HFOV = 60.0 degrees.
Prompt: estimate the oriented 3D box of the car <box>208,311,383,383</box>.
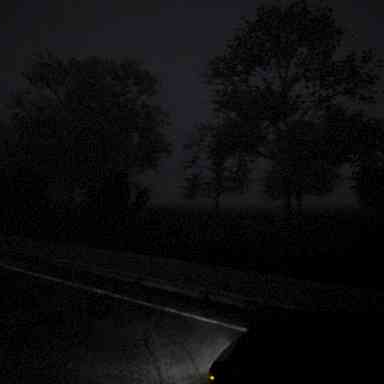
[{"bbox_3d":[2.672,1.548,2.086,5.357,1.411,2.033,0,0,35],"label":"car"}]
